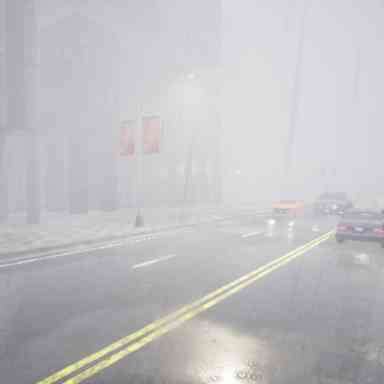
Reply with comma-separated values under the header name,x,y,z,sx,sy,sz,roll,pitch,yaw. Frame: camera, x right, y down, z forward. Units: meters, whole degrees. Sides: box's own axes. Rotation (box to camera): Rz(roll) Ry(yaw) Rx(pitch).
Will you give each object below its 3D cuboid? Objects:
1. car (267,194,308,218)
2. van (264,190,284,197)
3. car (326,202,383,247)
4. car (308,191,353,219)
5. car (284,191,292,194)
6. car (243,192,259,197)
name,x,y,z,sx,sy,sz,roll,pitch,yaw
car,8.072,1.200,27.132,1.882,1.535,5.008,0,1,34
van,19.770,0.427,81.830,3.998,1.788,1.690,1,1,34
car,7.561,1.402,14.344,2.033,1.411,5.357,0,1,34
car,11.025,0.958,25.702,2.150,2.045,5.566,0,1,34
car,24.517,0.470,88.913,4.313,1.339,1.947,1,1,34
car,15.078,0.605,84.980,4.206,1.307,1.802,1,1,34
